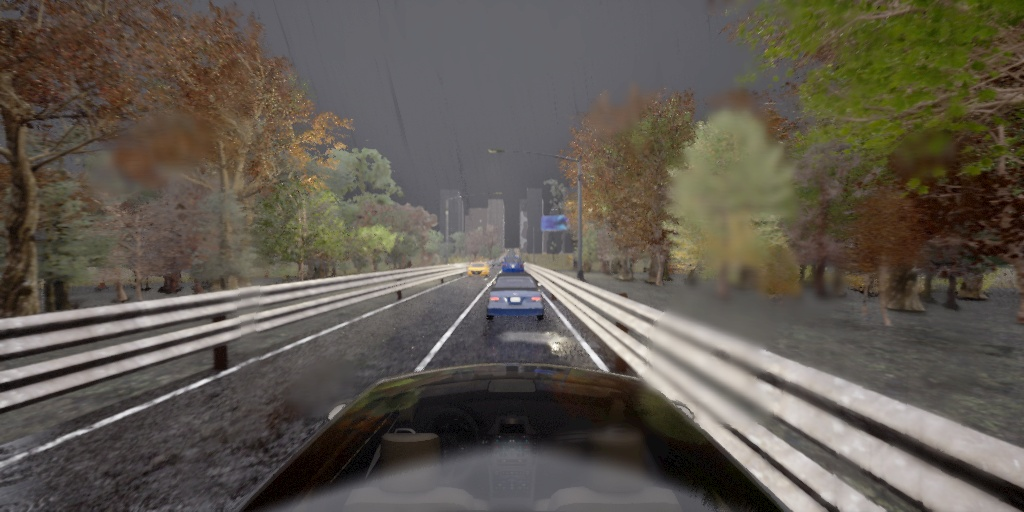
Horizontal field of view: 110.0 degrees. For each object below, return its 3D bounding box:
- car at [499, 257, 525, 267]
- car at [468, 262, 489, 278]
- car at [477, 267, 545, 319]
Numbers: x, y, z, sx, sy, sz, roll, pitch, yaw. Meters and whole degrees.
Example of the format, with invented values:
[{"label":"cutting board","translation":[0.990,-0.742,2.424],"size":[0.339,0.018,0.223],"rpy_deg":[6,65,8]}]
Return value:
[{"label":"car","translation":[0.099,1.090,36.690],"size":[2.150,2.045,5.566],"rpy_deg":[0,0,0]},{"label":"car","translation":[-3.346,1.344,36.348],"size":[1.882,1.535,5.008],"rpy_deg":[0,0,0]},{"label":"car","translation":[0.096,1.288,12.664],"size":[2.033,1.411,5.357],"rpy_deg":[0,0,0]}]
